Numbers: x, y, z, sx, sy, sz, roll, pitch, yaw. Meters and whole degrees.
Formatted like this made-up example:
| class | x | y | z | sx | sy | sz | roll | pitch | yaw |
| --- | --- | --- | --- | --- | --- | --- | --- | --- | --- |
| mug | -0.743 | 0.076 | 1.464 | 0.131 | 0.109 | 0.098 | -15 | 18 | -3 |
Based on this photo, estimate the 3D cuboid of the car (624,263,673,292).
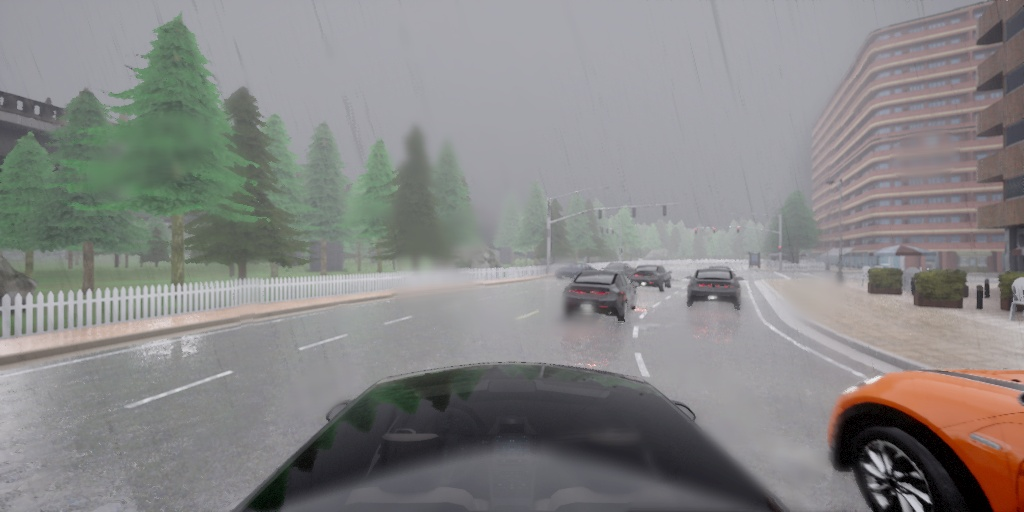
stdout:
| class | x | y | z | sx | sy | sz | roll | pitch | yaw |
| --- | --- | --- | --- | --- | --- | --- | --- | --- | --- |
| car | 8.515 | 1.294 | 21.921 | 1.837 | 1.490 | 4.892 | 0 | 0 | 31 |

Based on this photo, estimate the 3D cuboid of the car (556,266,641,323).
| class | x | y | z | sx | sy | sz | roll | pitch | yaw |
| --- | --- | --- | --- | --- | --- | --- | --- | --- | --- |
| car | 3.185 | 1.255 | 12.435 | 1.837 | 1.490 | 4.892 | 1 | 0 | 25 |

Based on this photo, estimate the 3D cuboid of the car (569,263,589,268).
| class | x | y | z | sx | sy | sz | roll | pitch | yaw |
| --- | --- | --- | --- | --- | --- | --- | --- | --- | --- |
| car | 5.655 | 1.350 | 30.891 | 2.033 | 1.411 | 5.357 | 0 | 0 | 32 |

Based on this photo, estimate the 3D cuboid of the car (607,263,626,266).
| class | x | y | z | sx | sy | sz | roll | pitch | yaw |
| --- | --- | --- | --- | --- | --- | --- | --- | --- | --- |
| car | 8.442 | 1.311 | 28.752 | 1.837 | 1.490 | 4.892 | 0 | -1 | 32 |

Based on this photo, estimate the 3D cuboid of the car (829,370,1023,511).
| class | x | y | z | sx | sy | sz | roll | pitch | yaw |
| --- | --- | --- | --- | --- | --- | --- | --- | --- | --- |
| car | 3.737 | 1.105 | 1.134 | 2.097 | 1.767 | 4.553 | 0 | 0 | 0 |

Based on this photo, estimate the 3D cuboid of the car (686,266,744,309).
| class | x | y | z | sx | sy | sz | roll | pitch | yaw |
| --- | --- | --- | --- | --- | --- | --- | --- | --- | --- |
| car | 8.626 | 1.283 | 15.317 | 1.837 | 1.490 | 4.892 | 0 | 0 | 30 |
